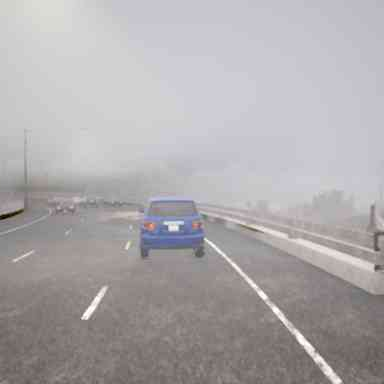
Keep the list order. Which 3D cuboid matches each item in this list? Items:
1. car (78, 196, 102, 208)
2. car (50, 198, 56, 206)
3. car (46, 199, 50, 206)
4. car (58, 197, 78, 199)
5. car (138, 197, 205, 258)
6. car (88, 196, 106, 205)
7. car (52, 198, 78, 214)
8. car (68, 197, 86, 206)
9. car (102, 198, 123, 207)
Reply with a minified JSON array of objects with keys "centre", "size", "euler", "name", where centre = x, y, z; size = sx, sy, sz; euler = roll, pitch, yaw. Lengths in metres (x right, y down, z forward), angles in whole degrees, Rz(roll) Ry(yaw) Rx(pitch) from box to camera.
[{"centre":[-14.980,1.370,48.315],"size":[2.097,1.767,4.553],"euler":[0,0,-28],"name":"car"},{"centre":[-19.526,1.526,49.530],"size":[1.882,1.535,5.008],"euler":[0,0,-28],"name":"car"},{"centre":[-22.829,1.626,55.309],"size":[1.994,1.385,4.181],"euler":[0,0,-34],"name":"car"},{"centre":[-15.460,1.540,41.032],"size":[1.837,1.490,4.892],"euler":[0,0,-23],"name":"car"},{"centre":[-0.888,1.203,12.908],"size":[2.150,2.045,5.566],"euler":[0,0,-7],"name":"car"},{"centre":[-16.837,1.538,58.928],"size":[1.812,1.442,4.674],"euler":[0,0,-34],"name":"car"},{"centre":[-13.426,1.631,35.389],"size":[1.895,1.301,4.718],"euler":[0,0,-19],"name":"car"},{"centre":[-19.833,1.562,57.119],"size":[1.812,1.442,4.674],"euler":[0,0,-34],"name":"car"},{"centre":[-11.931,1.593,50.022],"size":[1.895,1.301,4.718],"euler":[0,0,-28],"name":"car"}]
